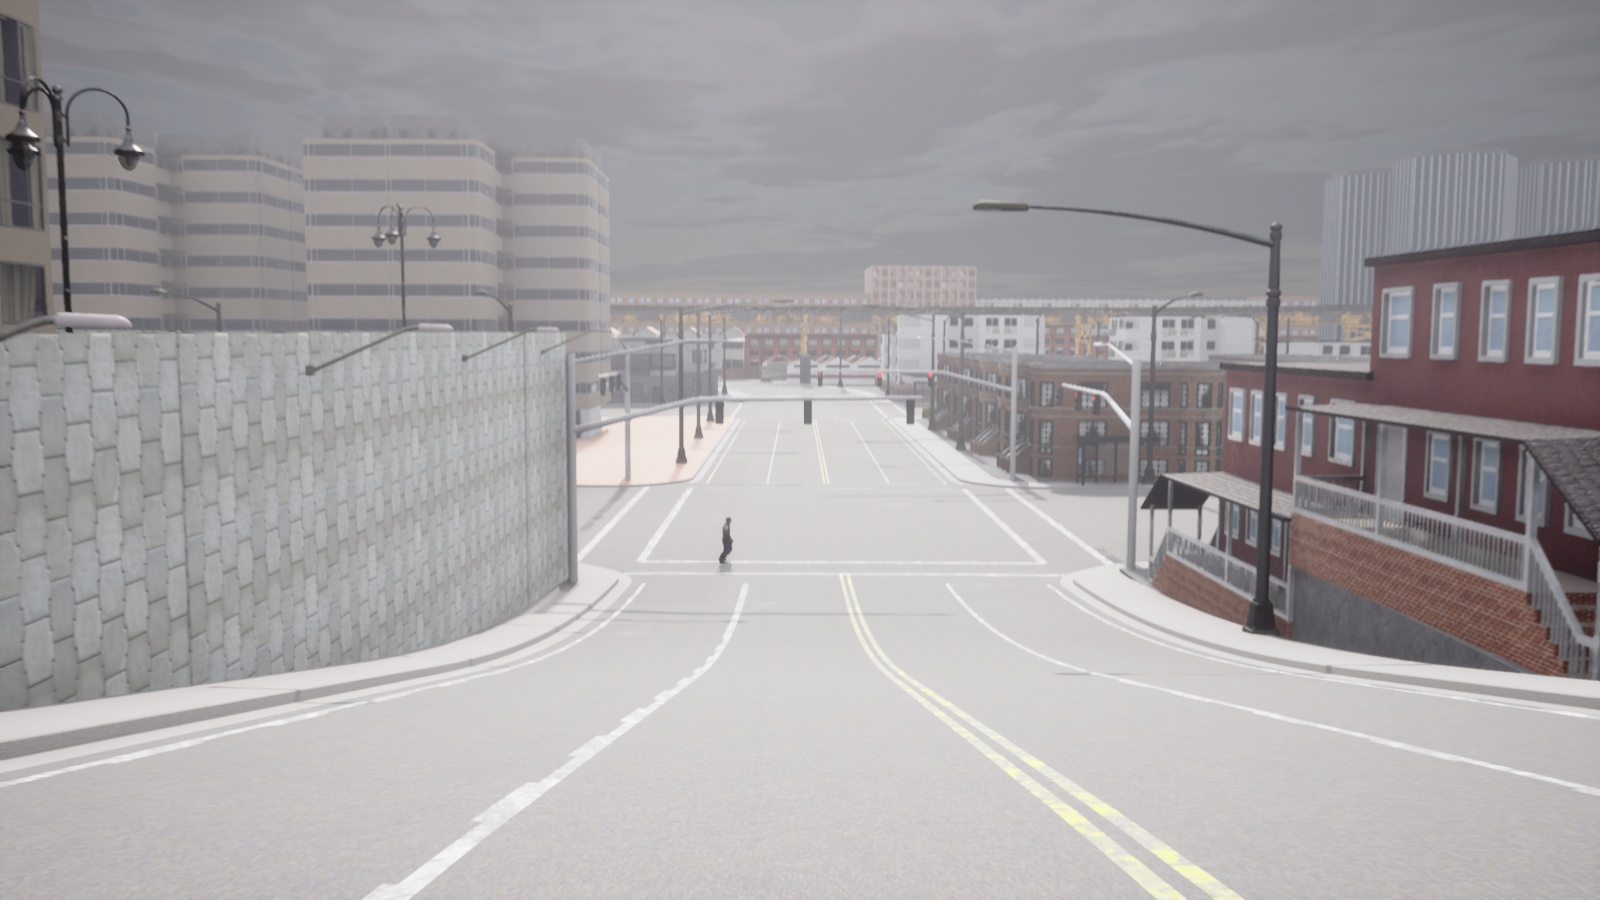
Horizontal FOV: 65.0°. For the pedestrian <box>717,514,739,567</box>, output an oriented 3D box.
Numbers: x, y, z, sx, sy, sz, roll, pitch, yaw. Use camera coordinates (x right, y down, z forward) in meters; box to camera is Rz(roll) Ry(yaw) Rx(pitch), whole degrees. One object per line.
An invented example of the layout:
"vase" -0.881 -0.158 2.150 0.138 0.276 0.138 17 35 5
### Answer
"pedestrian" -2.719 3.431 47.393 0.788 1.949 0.423 0 5 1
